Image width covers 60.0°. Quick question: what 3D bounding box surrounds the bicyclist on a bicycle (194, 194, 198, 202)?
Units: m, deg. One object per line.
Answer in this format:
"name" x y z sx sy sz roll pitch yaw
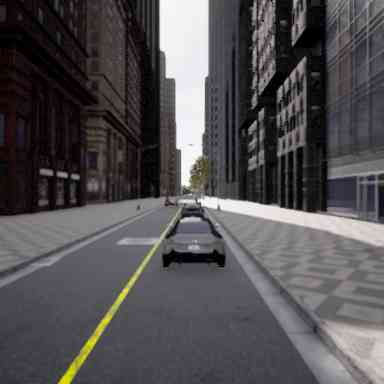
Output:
"bicyclist on a bicycle" 0.814 1.449 68.761 0.866 1.612 1.509 0 0 0

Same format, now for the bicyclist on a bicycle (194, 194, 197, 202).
"bicyclist on a bicycle" 0.815 1.397 77.758 0.659 1.776 1.843 0 0 0

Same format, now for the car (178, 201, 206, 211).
"car" 0.065 1.502 26.638 1.837 1.490 4.892 0 0 0

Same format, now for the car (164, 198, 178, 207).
"car" -3.076 1.563 50.514 1.994 1.385 4.181 0 0 0

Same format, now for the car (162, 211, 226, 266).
"car" 0.068 1.562 11.520 1.994 1.385 4.181 0 0 0
